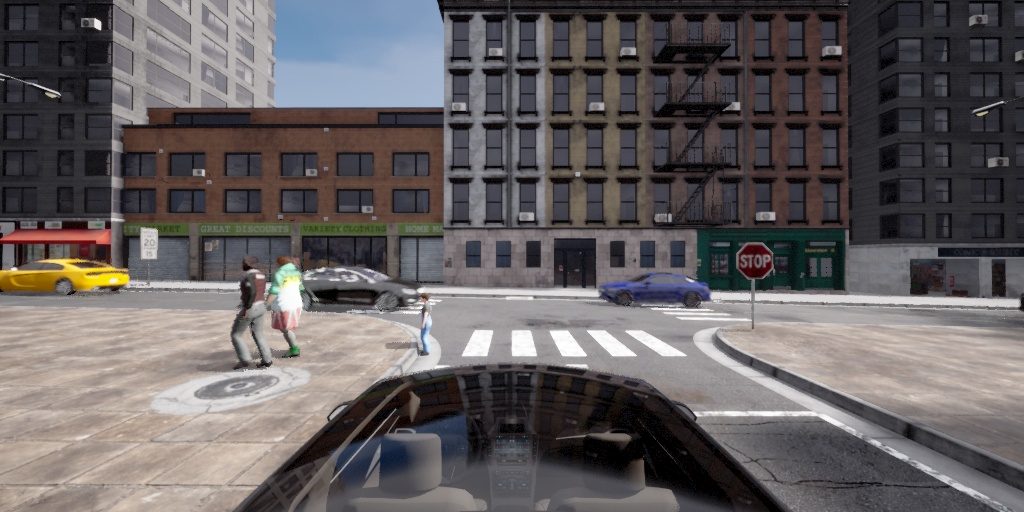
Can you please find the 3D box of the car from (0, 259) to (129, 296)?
[{"bbox_3d":[-19.994,0.894,15.789,5.008,1.535,1.882,1,0,0],"label":"car"}]

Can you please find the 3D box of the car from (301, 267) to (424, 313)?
[{"bbox_3d":[-5.623,1.144,12.796,4.902,1.511,2.128,1,0,0],"label":"car"}]

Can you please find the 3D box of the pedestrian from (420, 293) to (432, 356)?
[{"bbox_3d":[-1.745,1.325,7.302,0.375,1.300,0.375,0,0,0],"label":"pedestrian"}]

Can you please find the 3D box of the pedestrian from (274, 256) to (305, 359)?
[{"bbox_3d":[-4.089,0.889,6.524,0.375,1.860,0.375,0,0,0],"label":"pedestrian"}]

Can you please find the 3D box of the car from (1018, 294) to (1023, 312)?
[{"bbox_3d":[21.302,1.756,12.710,4.902,1.511,2.128,2,0,0],"label":"car"}]

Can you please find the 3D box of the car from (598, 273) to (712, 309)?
[{"bbox_3d":[6.185,1.450,15.707,4.674,1.442,1.812,1,0,0],"label":"car"}]

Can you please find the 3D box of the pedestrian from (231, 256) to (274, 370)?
[{"bbox_3d":[-4.219,0.888,5.807,0.375,1.860,0.375,0,0,0],"label":"pedestrian"}]
